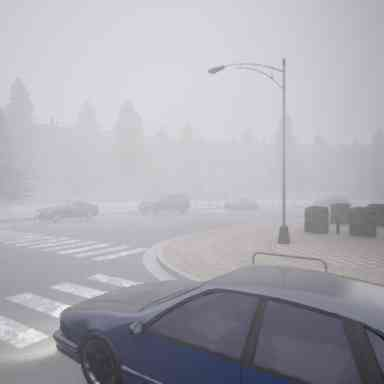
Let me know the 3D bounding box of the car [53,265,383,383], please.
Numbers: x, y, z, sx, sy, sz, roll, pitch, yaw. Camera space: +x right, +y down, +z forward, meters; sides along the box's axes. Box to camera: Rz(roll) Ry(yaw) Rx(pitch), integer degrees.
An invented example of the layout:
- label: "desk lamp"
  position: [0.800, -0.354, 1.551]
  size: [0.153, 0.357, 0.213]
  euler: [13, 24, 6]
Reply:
- label: "car"
  position: [0.828, 1.547, 3.413]
  size: [5.357, 1.411, 2.033]
  euler: [0, 0, 36]

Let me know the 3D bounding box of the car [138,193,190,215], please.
- label: "car"
  position: [-2.693, 1.152, 33.573]
  size: [5.566, 2.045, 2.150]
  euler: [0, 0, -43]

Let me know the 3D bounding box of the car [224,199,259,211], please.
- label: "car"
  position: [5.886, 1.496, 39.416]
  size: [4.181, 1.385, 1.994]
  euler: [0, 0, -25]

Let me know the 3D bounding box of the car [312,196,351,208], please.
- label: "car"
  position: [17.936, 1.290, 42.907]
  size: [4.553, 1.767, 2.097]
  euler: [0, 0, -5]

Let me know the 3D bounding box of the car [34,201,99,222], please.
- label: "car"
  position: [-9.476, 1.421, 25.488]
  size: [2.128, 1.511, 4.902]
  euler: [0, 0, 38]
